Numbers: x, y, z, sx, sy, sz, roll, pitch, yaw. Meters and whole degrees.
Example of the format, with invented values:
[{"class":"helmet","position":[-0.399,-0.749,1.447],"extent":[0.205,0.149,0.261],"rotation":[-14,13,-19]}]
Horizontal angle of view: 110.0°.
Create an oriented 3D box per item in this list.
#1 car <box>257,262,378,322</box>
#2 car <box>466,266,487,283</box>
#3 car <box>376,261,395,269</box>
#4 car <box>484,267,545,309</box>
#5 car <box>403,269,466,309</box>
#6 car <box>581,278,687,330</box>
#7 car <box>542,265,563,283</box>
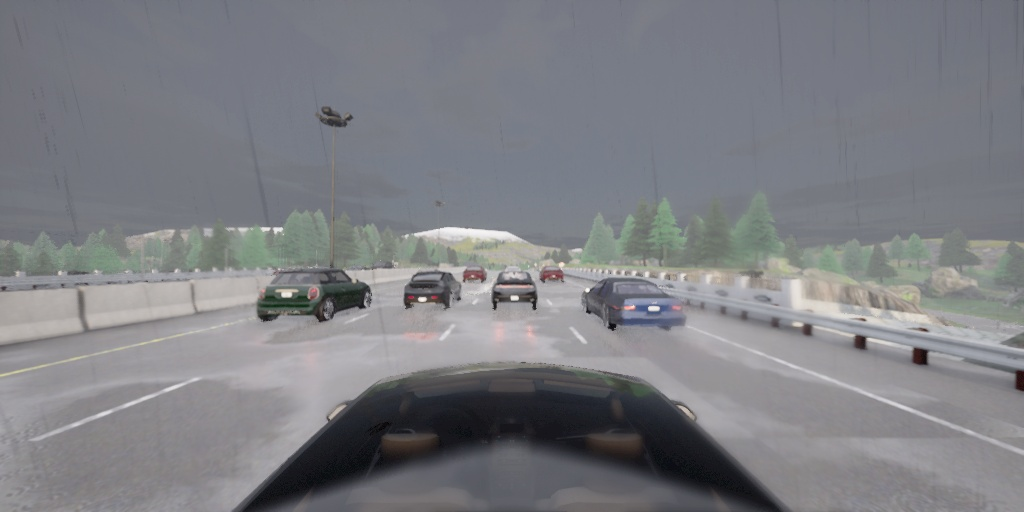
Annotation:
[{"class":"car","position":[-6.900,1.235,13.105],"extent":[2.097,1.767,4.553],"rotation":[0,-1,0]},{"class":"car","position":[-3.400,1.636,33.467],"extent":[1.882,1.535,5.008],"rotation":[0,-1,0]},{"class":"car","position":[-17.579,1.716,48.321],"extent":[2.150,2.045,5.566],"rotation":[0,-2,0]},{"class":"car","position":[0.100,1.410,16.027],"extent":[2.128,1.511,4.902],"rotation":[0,-1,0]},{"class":"car","position":[-3.400,1.423,16.024],"extent":[1.837,1.490,4.892],"rotation":[0,-1,0]},{"class":"car","position":[3.601,1.414,11.619],"extent":[2.033,1.411,5.357],"rotation":[0,-1,0]},{"class":"car","position":[3.609,1.637,33.487],"extent":[1.882,1.535,5.008],"rotation":[0,-1,0]}]
